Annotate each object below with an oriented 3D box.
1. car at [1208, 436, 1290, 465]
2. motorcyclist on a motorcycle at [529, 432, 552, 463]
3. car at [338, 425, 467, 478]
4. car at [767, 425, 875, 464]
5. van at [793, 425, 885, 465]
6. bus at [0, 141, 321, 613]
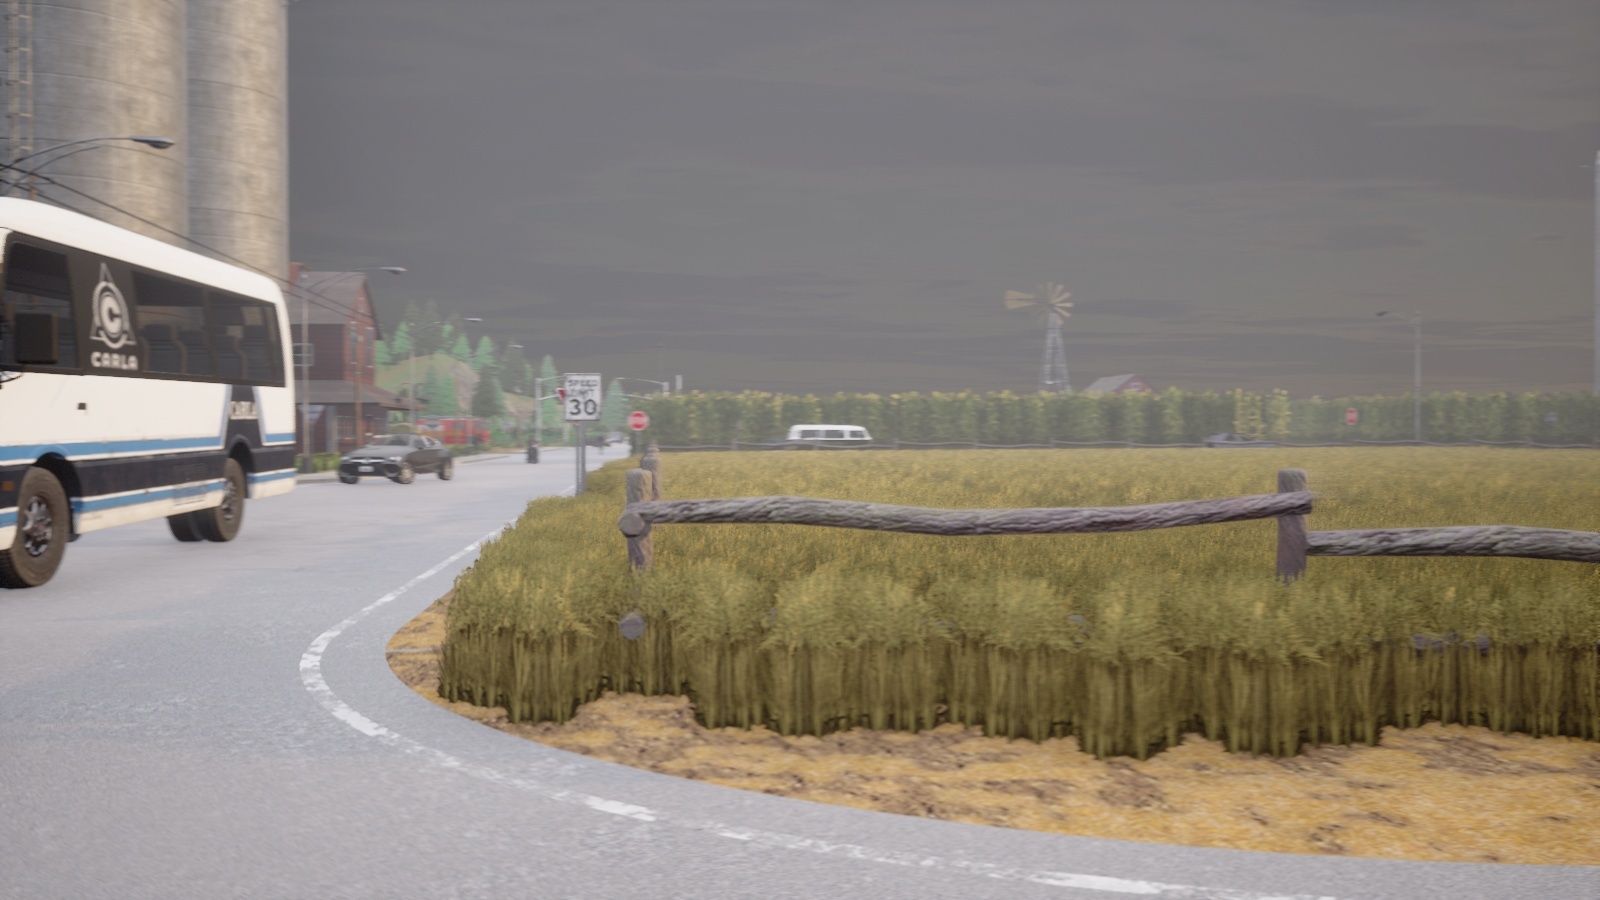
[{"bbox_3d":[23.776,0.021,66.606,3.633,1.501,1.845,0,1,-6],"label":"car"},{"bbox_3d":[-14.062,-0.162,67.940,0.766,1.649,2.350,0,1,-23],"label":"motorcyclist on a motorcycle"},{"bbox_3d":[-13.112,0.008,41.802,2.152,1.651,5.027,1,1,7],"label":"car"},{"bbox_3d":[1.074,-0.315,67.423,5.566,2.045,2.150,0,1,-6],"label":"car"},{"bbox_3d":[1.964,-0.268,64.383,4.480,2.038,2.069,0,1,-7],"label":"van"},{"bbox_3d":[-9.604,-0.799,15.920,3.944,4.253,10.273,0,2,-5],"label":"bus"}]
